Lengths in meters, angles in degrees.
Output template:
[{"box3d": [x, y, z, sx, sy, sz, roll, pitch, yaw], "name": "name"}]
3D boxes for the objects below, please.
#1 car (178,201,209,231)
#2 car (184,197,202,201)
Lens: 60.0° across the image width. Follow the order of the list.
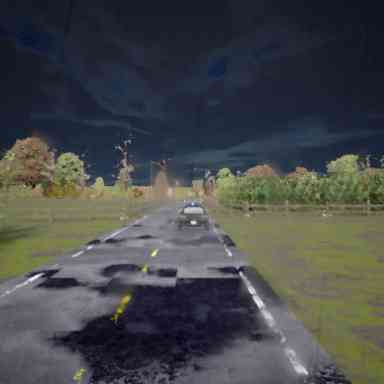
[{"box3d": [0.096, 1.533, 20.690, 1.812, 1.442, 4.674, 0, 0, 0], "name": "car"}, {"box3d": [0.093, 1.365, 38.092, 2.097, 1.767, 4.553, 0, 0, 0], "name": "car"}]
